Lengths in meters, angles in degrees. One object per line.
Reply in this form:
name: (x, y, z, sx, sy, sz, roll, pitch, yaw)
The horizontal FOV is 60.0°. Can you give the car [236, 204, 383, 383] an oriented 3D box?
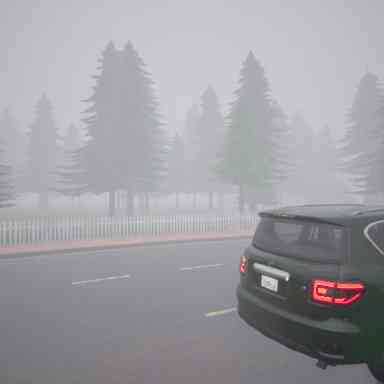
car: (3.348, 1.222, 5.365, 5.566, 2.045, 2.150, 0, 0, -27)
